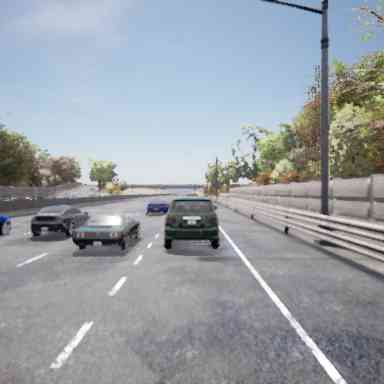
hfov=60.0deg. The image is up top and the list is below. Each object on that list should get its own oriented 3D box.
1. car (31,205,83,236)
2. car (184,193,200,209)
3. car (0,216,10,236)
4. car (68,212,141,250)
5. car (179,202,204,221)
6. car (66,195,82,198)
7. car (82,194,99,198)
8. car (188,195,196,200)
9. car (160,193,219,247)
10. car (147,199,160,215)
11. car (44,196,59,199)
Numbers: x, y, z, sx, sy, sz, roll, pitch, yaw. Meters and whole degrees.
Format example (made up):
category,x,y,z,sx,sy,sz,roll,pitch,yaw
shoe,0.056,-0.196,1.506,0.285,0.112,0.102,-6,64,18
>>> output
category,x,y,z,sx,sy,sz,roll,pitch,yaw
car,-6.914,1.480,18.014,1.837,1.490,4.892,0,0,0
car,-0.038,1.181,46.768,2.150,2.045,5.566,0,0,0
car,-10.412,1.456,15.378,1.882,1.535,5.008,0,0,0
car,-3.412,1.580,14.247,1.895,1.301,4.718,0,0,0
car,-0.021,1.564,27.910,1.895,1.301,4.718,0,0,0
car,-24.556,1.449,70.952,1.895,1.301,4.718,0,0,0
car,-21.056,1.288,70.403,2.097,1.767,4.553,0,0,0
car,0.123,1.618,93.418,1.895,1.301,4.718,0,0,5
car,-0.012,1.200,14.922,2.150,2.045,5.566,0,0,0
car,-3.428,1.437,33.746,1.882,1.535,5.008,0,0,0
car,-31.559,1.495,74.665,1.994,1.385,4.181,0,0,0
